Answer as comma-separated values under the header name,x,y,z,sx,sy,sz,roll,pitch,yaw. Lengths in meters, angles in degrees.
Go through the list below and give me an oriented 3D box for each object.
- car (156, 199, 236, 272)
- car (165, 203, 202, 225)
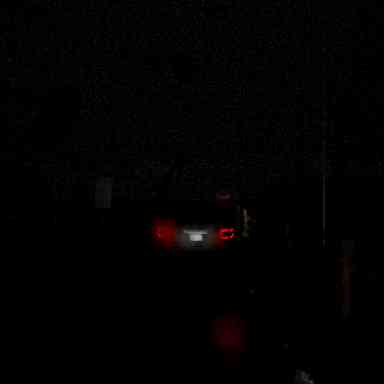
name,x,y,z,sx,sy,sz,roll,pitch,yaw
car,0.101,1.221,10.886,2.150,2.045,5.566,0,0,0
car,-0.735,1.600,25.132,1.895,1.301,4.718,0,0,-13
